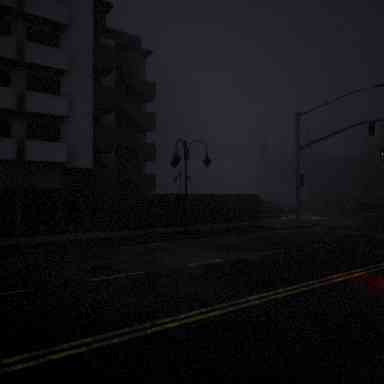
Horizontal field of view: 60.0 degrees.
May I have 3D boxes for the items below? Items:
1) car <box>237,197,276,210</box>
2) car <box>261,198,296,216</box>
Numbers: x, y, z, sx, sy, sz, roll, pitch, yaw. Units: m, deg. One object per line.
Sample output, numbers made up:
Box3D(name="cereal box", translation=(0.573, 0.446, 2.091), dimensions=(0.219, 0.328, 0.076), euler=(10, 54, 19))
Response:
Box3D(name="car", translation=(8.331, 1.491, 43.369), dimensions=(2.128, 1.511, 4.902), euler=(0, 0, -35))
Box3D(name="car", translation=(7.713, 1.478, 32.360), dimensions=(1.882, 1.535, 5.008), euler=(0, 0, -37))
